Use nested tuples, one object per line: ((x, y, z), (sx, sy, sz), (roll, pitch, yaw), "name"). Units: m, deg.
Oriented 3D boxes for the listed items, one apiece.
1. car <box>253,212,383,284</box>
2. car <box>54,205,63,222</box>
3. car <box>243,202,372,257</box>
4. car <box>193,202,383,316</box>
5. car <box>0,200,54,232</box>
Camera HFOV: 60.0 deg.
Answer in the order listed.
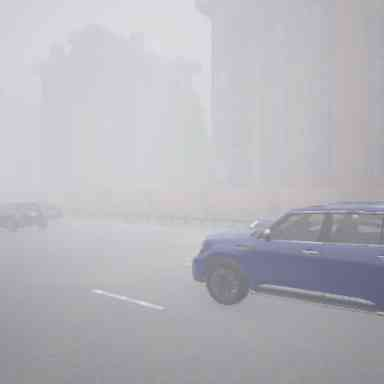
((4.441, 1.478, 9.420), (5.008, 1.535, 1.882), (0, 0, 35), "car")
((-11.838, 1.506, 25.306), (4.902, 1.511, 2.128), (0, 0, 35), "car")
((4.633, 1.354, 13.582), (4.553, 1.767, 2.097), (0, 0, 35), "car")
((2.675, 1.220, 6.382), (5.566, 2.045, 2.150), (0, 0, 35), "car")
((-10.915, 1.365, 20.357), (4.553, 1.767, 2.097), (0, 0, 34), "car")
